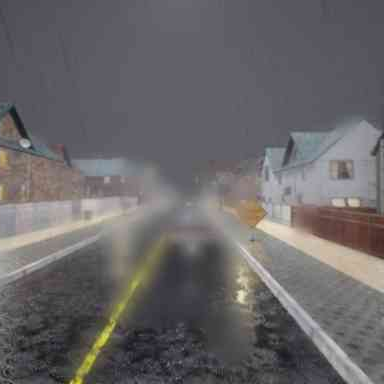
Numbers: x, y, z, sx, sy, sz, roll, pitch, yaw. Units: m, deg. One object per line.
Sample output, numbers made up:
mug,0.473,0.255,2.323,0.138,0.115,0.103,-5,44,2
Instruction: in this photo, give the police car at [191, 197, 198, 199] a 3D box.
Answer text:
police car,0.786,2.066,87.946,1.930,1.638,5.238,0,-1,0

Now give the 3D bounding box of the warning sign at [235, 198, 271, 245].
warning sign,2.502,1.172,13.845,1.300,1.860,1.060,-1,-1,0

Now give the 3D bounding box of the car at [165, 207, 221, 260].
car,0.040,1.543,12.635,2.128,1.511,4.902,0,0,1

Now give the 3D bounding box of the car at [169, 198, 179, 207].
car,-2.836,1.839,57.092,1.837,1.490,4.892,0,0,0

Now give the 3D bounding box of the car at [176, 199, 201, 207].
car,0.034,1.623,27.642,2.128,1.511,4.902,0,0,1
